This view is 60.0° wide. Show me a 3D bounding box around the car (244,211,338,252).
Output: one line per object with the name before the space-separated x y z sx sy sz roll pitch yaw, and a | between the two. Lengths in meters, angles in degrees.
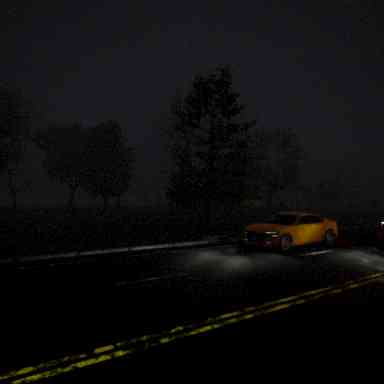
car | 4.529 1.648 14.957 5.008 1.535 1.882 1 -1 -36

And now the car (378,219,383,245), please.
car | 10.998 1.471 15.608 5.566 2.045 2.150 1 -1 -36
